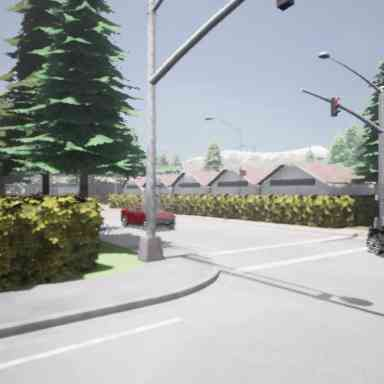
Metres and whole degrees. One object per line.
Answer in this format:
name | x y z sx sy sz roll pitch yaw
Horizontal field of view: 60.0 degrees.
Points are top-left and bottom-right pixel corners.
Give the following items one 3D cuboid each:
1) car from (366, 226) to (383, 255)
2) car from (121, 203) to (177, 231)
car | 7.506 1.537 10.656 2.128 1.511 4.902 1 0 0
car | -2.882 1.523 21.422 1.882 1.535 5.008 0 0 -36
